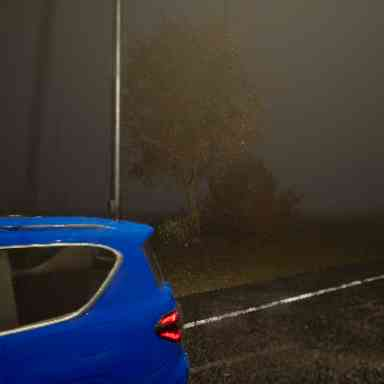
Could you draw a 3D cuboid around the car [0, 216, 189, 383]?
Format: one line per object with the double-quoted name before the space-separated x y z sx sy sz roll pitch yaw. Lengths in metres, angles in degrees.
"car" -2.653 1.237 2.085 5.566 2.045 2.150 1 -1 -34
